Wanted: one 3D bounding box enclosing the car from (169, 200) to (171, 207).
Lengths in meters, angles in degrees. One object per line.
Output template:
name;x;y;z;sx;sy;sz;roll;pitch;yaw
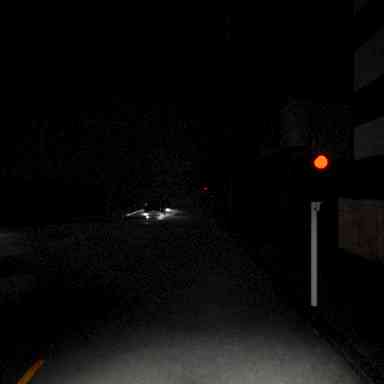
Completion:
car;-4.103;1.601;47.674;1.895;1.301;4.718;0;0;0

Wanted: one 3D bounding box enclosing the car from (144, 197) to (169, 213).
car;-4.117;1.352;37.612;2.097;1.767;4.553;0;0;0
